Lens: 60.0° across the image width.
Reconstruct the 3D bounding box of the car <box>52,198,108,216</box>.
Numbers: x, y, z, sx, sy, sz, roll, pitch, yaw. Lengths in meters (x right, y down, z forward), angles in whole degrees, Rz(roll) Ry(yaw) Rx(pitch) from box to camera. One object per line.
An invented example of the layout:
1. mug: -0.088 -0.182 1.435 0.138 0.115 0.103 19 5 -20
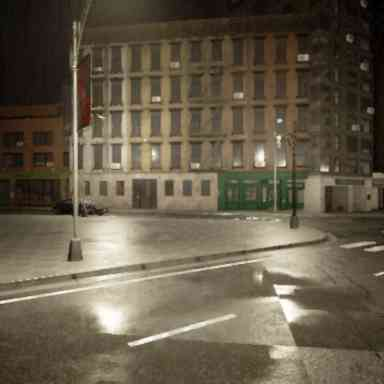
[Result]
1. car: -8.689 1.201 25.947 4.181 1.385 1.994 1 0 8
